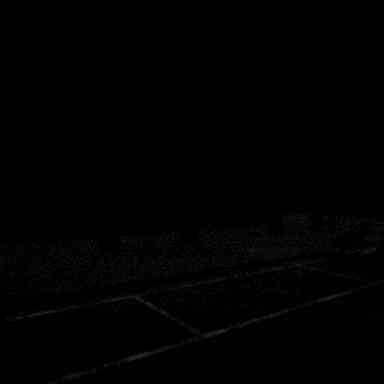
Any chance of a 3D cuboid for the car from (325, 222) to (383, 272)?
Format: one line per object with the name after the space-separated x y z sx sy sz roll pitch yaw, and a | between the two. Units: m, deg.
6.186 1.683 11.066 4.206 1.307 1.802 1 -1 -35 | car
